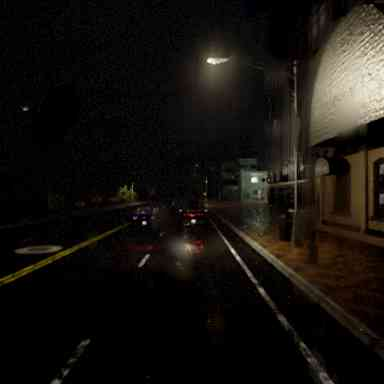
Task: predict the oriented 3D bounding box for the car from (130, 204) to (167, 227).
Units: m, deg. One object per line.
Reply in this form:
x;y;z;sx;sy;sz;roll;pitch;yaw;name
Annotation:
-3.149;1.772;24.237;1.895;1.301;4.718;0;0;0;car

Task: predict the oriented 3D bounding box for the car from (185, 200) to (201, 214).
0.097;1.814;41.185;1.812;1.442;4.674;0;0;0;car

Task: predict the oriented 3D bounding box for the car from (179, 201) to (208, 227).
0.100;1.677;24.328;1.837;1.490;4.892;0;0;0;car

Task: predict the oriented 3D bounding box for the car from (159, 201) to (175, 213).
-3.148;1.853;41.140;1.994;1.385;4.181;0;0;0;car
